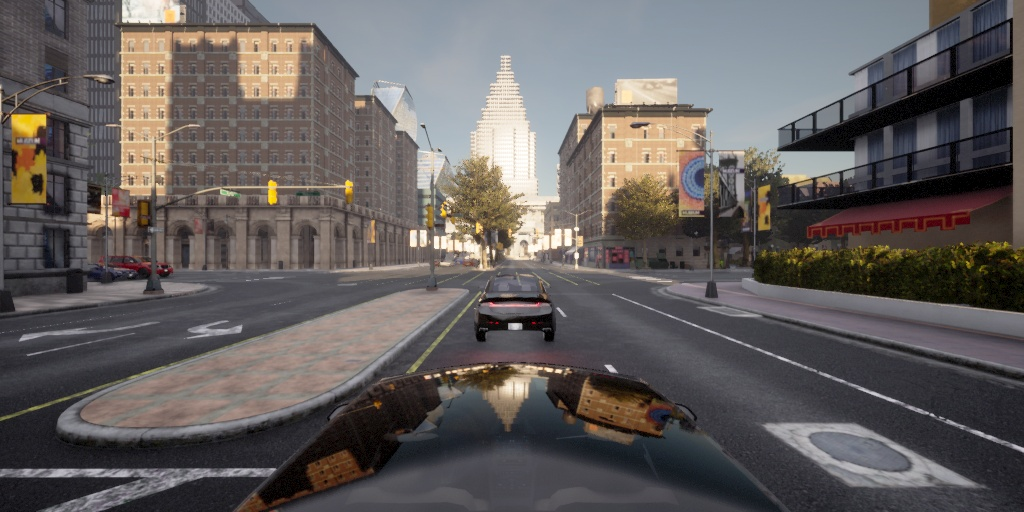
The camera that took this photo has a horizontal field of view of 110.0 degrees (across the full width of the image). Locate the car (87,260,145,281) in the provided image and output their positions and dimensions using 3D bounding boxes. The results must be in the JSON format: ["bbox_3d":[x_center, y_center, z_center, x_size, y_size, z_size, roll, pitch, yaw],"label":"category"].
[{"bbox_3d":[-33.439,1.276,29.249,4.674,1.442,1.812,0,0,0],"label":"car"}]

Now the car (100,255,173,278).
[{"bbox_3d":[-34.439,0.971,32.738,5.566,2.045,2.150,0,0,-2],"label":"car"}]

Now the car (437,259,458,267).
[{"bbox_3d":[-11.525,1.350,64.092,1.895,1.301,4.718,0,0,1],"label":"car"}]

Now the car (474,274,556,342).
[{"bbox_3d":[0.080,1.242,9.827,2.128,1.511,4.902,0,0,0],"label":"car"}]
